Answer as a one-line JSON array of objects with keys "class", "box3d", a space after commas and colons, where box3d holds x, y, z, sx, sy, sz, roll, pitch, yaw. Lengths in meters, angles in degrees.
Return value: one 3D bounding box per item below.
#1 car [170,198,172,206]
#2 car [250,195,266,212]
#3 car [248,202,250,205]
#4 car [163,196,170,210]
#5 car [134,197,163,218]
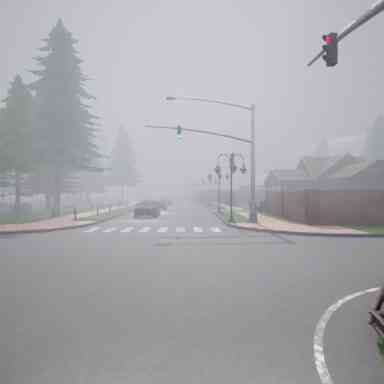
[{"class": "car", "box3d": [-4.328, 1.449, 54.914, 1.882, 1.535, 5.008, 0, 1, -2]}, {"class": "car", "box3d": [8.862, 1.144, 35.249, 4.605, 1.855, 1.932, 0, 0, -1]}, {"class": "car", "box3d": [8.448, 1.146, 37.759, 3.866, 1.878, 1.905, 0, 0, -1]}, {"class": "car", "box3d": [-4.121, 1.571, 41.608, 1.895, 1.301, 4.718, 0, 0, 0]}, {"class": "car", "box3d": [-4.037, 1.448, 30.443, 1.882, 1.535, 5.008, 0, 0, 0]}]
